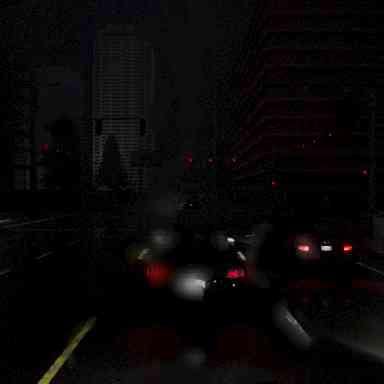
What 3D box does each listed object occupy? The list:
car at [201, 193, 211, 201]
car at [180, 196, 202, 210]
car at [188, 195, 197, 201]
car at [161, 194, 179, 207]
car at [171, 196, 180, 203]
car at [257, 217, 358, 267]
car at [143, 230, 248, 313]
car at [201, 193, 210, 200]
[{"bbox_3d":[3.551,1.493,80.538,1.837,1.490,4.892,0,0,0],"label":"car"},{"bbox_3d":[-0.031,1.566,42.525,1.994,1.385,4.181,0,0,3],"label":"car"},{"bbox_3d":[0.052,1.534,81.396,2.033,1.411,5.357,0,0,0],"label":"car"},{"bbox_3d":[-3.563,1.491,50.704,2.128,1.511,4.902,0,0,0],"label":"car"},{"bbox_3d":[-3.455,1.524,70.608,1.812,1.442,4.674,0,0,0],"label":"car"},{"bbox_3d":[3.596,1.547,11.377,2.033,1.411,5.357,0,0,0],"label":"car"},{"bbox_3d":[0.074,1.564,7.757,1.994,1.385,4.181,0,0,0],"label":"car"},{"bbox_3d":[3.557,1.207,90.422,2.150,2.045,5.566,0,0,0],"label":"car"}]
